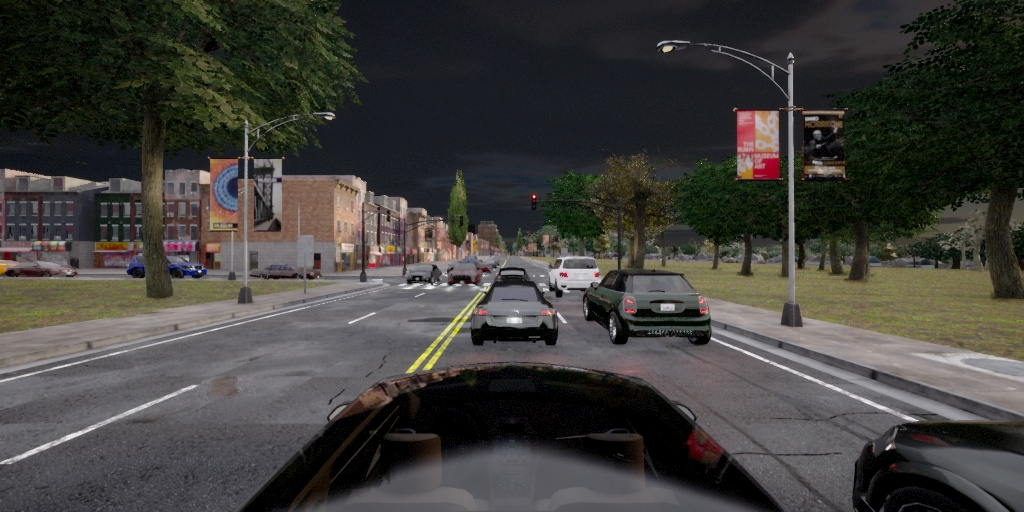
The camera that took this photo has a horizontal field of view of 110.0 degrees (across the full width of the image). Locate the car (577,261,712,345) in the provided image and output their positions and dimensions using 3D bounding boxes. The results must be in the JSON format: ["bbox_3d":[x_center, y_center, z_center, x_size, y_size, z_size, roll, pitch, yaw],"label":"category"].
[{"bbox_3d":[3.313,1.121,9.736,2.097,1.767,4.553,0,0,0],"label":"car"}]

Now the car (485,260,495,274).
[{"bbox_3d":[-3.424,1.473,43.249,1.895,1.301,4.718,0,0,0],"label":"car"}]

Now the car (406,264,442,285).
[{"bbox_3d":[-6.647,1.381,27.548,1.837,1.490,4.892,0,0,0],"label":"car"}]

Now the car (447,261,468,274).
[{"bbox_3d":[-6.675,1.373,44.089,1.837,1.490,4.892,0,0,0],"label":"car"}]

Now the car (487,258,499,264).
[{"bbox_3d":[-3.435,1.264,57.025,1.882,1.535,5.008,0,1,0],"label":"car"}]

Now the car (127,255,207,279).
[{"bbox_3d":[-29.741,0.962,30.962,5.566,2.045,2.150,0,0,0],"label":"car"}]

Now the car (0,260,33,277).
[{"bbox_3d":[-48.963,1.118,33.837,5.008,1.535,1.882,0,0,0],"label":"car"}]

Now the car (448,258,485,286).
[{"bbox_3d":[-3.394,1.222,26.538,2.097,1.767,4.553,0,0,0],"label":"car"}]

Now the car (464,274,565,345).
[{"bbox_3d":[0.061,1.332,9.539,1.994,1.385,4.181,0,0,0],"label":"car"}]

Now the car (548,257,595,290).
[{"bbox_3d":[3.264,1.054,19.449,2.150,2.045,5.566,0,0,0],"label":"car"}]

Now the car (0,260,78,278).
[{"bbox_3d":[-40.564,1.189,30.962,4.674,1.442,1.812,1,0,0],"label":"car"}]

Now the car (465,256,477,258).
[{"bbox_3d":[-6.683,1.004,57.680,2.150,2.045,5.566,0,0,0],"label":"car"}]

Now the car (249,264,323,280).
[{"bbox_3d":[-19.426,1.382,30.929,5.357,1.411,2.033,1,0,-3],"label":"car"}]

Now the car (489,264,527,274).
[{"bbox_3d":[0.014,1.331,18.451,1.837,1.490,4.892,0,0,0],"label":"car"}]

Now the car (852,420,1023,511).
[{"bbox_3d":[3.341,1.315,0.705,1.994,1.385,4.181,0,0,0],"label":"car"}]
